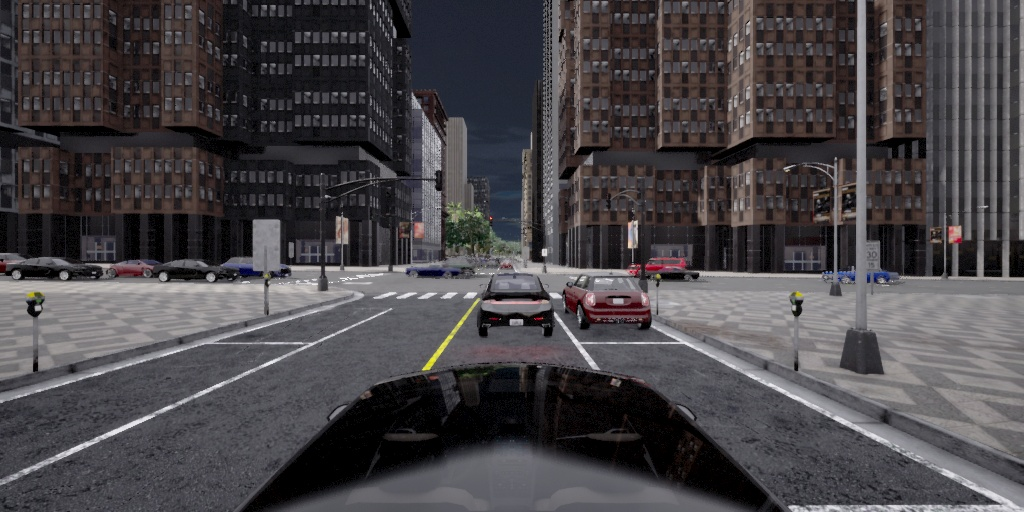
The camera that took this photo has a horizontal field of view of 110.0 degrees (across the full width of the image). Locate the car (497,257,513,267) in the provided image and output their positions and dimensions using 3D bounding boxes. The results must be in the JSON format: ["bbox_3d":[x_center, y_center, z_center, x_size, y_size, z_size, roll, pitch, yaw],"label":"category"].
[{"bbox_3d":[-0.756,1.192,52.560,1.967,1.591,4.097,0,0,-1],"label":"car"}]

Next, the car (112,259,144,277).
[{"bbox_3d":[-28.205,0.943,27.482,4.181,1.385,1.994,1,0,-1],"label":"car"}]

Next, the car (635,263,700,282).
[{"bbox_3d":[13.616,1.568,31.304,4.718,1.301,1.895,1,0,0],"label":"car"}]

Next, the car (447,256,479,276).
[{"bbox_3d":[-5.773,1.038,34.383,4.553,1.767,2.097,1,0,-1],"label":"car"}]

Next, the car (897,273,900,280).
[{"bbox_3d":[34.190,1.810,34.725,5.357,1.411,2.033,1,0,0],"label":"car"}]

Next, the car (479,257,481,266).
[{"bbox_3d":[-6.665,1.245,59.370,1.882,1.535,5.008,0,0,0],"label":"car"}]

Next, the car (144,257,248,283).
[{"bbox_3d":[-21.271,0.958,24.297,5.008,1.535,1.882,1,0,-1],"label":"car"}]

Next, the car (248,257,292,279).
[{"bbox_3d":[-19.561,0.852,27.562,4.553,1.767,2.097,1,0,0],"label":"car"}]

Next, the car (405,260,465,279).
[{"bbox_3d":[-6.776,1.277,31.125,4.718,1.301,1.895,1,0,-1],"label":"car"}]

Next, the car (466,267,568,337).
[{"bbox_3d":[0.077,1.240,10.292,2.128,1.511,4.902,0,0,-1],"label":"car"}]

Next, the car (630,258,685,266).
[{"bbox_3d":[13.968,1.190,34.555,5.566,2.045,2.150,1,0,0],"label":"car"}]

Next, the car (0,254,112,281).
[{"bbox_3d":[-30.738,0.824,24.216,5.008,1.535,1.882,1,0,0],"label":"car"}]

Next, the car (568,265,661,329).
[{"bbox_3d":[2.735,1.189,11.178,1.967,1.591,4.097,0,0,0],"label":"car"}]

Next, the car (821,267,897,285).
[{"bbox_3d":[30.024,1.683,31.442,5.008,1.535,1.882,1,0,0],"label":"car"}]
